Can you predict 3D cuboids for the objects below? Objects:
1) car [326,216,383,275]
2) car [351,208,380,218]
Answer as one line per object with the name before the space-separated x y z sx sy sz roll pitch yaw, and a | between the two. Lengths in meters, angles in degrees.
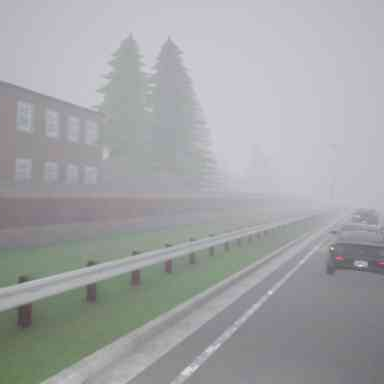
car | 5.470 1.743 10.696 1.812 1.442 4.674 1 0 28
car | 14.085 2.061 27.077 1.837 1.490 4.892 1 0 28
